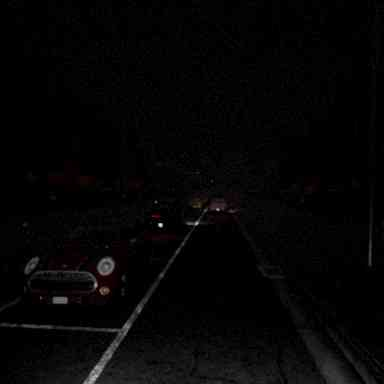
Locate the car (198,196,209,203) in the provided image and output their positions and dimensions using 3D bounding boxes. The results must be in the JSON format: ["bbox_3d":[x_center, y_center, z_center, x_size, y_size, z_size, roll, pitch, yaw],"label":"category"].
[{"bbox_3d":[2.247,1.408,62.078,1.802,1.307,4.206,0,0,5],"label":"car"}]

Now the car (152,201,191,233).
[{"bbox_3d":[-1.350,1.364,18.740,1.837,1.490,4.892,1,0,5],"label":"car"}]

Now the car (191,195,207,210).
[{"bbox_3d":[0.478,1.330,40.195,1.752,1.417,4.829,-1,0,5],"label":"car"}]

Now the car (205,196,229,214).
[{"bbox_3d":[2.599,1.382,32.838,1.812,1.442,4.674,1,0,5],"label":"car"}]

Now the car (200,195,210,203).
[{"bbox_3d":[2.683,1.392,67.512,2.008,1.369,4.403,-1,0,5],"label":"car"}]

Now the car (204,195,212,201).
[{"bbox_3d":[3.998,1.483,83.803,1.802,1.307,4.206,-1,0,5],"label":"car"}]

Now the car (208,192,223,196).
[{"bbox_3d":[3.657,1.196,46.116,2.097,1.767,4.553,1,0,5],"label":"car"}]

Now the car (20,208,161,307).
[{"bbox_3d":[-2.140,1.355,7.785,1.967,1.590,4.097,0,0,5],"label":"car"}]

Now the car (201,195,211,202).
[{"bbox_3d":[3.121,1.409,72.944,2.008,1.369,4.403,-1,0,5],"label":"car"}]
